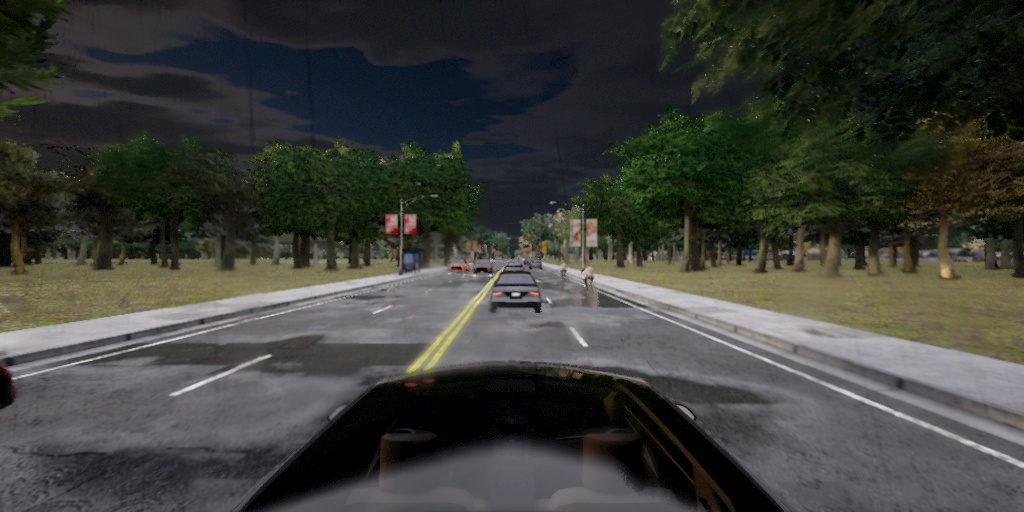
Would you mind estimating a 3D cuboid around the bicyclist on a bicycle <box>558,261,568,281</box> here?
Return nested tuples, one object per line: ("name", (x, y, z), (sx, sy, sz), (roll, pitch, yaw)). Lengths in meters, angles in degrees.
("bicyclist on a bicycle", (4.254, 1.208, 29.576), (0.866, 1.612, 1.509), (0, 0, 0))

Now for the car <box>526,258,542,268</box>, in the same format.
("car", (3.524, 1.285, 54.348), (2.128, 1.511, 4.902), (0, 0, 0))

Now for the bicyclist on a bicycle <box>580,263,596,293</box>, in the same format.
("bicyclist on a bicycle", (4.221, 1.200, 19.674), (0.866, 1.612, 1.509), (0, 0, 0))

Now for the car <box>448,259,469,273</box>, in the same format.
("car", (-6.448, 1.132, 43.841), (2.097, 1.767, 4.553), (0, 0, 0))

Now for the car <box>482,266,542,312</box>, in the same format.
("car", (0.139, 1.306, 14.166), (2.033, 1.411, 5.357), (0, 0, 0))

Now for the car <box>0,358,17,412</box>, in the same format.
("car", (-6.602, 1.100, 1.955), (2.097, 1.767, 4.553), (0, 0, 0))

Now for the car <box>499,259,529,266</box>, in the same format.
("car", (0.204, 1.265, 33.480), (2.128, 1.511, 4.902), (0, 0, 0))

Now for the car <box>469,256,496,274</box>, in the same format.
("car", (-3.213, 1.130, 40.506), (2.097, 1.767, 4.553), (0, 0, 0))
